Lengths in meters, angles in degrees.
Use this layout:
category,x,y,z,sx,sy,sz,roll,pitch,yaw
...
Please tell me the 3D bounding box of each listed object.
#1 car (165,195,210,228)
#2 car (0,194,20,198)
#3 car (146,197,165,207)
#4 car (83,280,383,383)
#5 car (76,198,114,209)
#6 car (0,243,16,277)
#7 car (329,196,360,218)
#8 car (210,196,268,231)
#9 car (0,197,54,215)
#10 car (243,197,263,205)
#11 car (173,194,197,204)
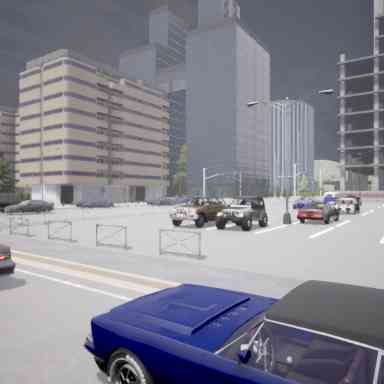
category,x,y,z,sx,sy,sz,roll,pitch,yaw
car,0.626,1.153,20.959,1.932,1.855,4.605,0,0,34
car,-20.279,1.222,34.044,2.150,2.045,5.566,0,0,34
car,-4.681,1.548,50.974,2.033,1.411,5.357,0,0,34
car,1.101,1.601,3.204,4.718,1.301,1.895,0,0,35
car,-12.981,1.547,44.915,2.033,1.411,5.357,0,0,34
car,-6.743,1.547,8.721,5.357,1.411,2.033,0,0,35
car,15.019,1.395,32.246,1.970,1.475,3.806,0,0,34
car,2.993,1.156,19.293,1.905,1.878,3.866,0,0,34
car,-16.332,1.526,33.606,1.812,1.442,4.674,0,0,34
car,11.338,1.601,61.962,1.895,1.301,4.718,0,0,35
car,-1.260,1.351,62.204,2.097,1.767,4.553,0,0,34
